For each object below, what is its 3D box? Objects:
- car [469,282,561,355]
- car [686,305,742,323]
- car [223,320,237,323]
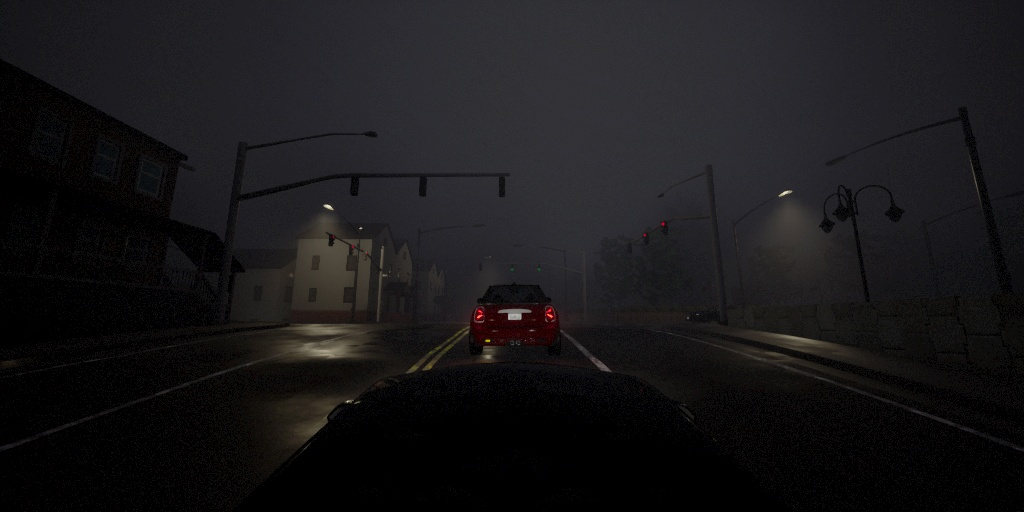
[{"bbox_3d":[0.065,1.563,10.030,2.097,1.767,4.553,-1,-6,0],"label":"car"},{"bbox_3d":[16.321,4.619,28.251,4.902,1.511,2.128,0,-10,1],"label":"car"},{"bbox_3d":[-19.882,5.149,24.875,5.008,1.535,1.882,-9,-10,0],"label":"car"}]
